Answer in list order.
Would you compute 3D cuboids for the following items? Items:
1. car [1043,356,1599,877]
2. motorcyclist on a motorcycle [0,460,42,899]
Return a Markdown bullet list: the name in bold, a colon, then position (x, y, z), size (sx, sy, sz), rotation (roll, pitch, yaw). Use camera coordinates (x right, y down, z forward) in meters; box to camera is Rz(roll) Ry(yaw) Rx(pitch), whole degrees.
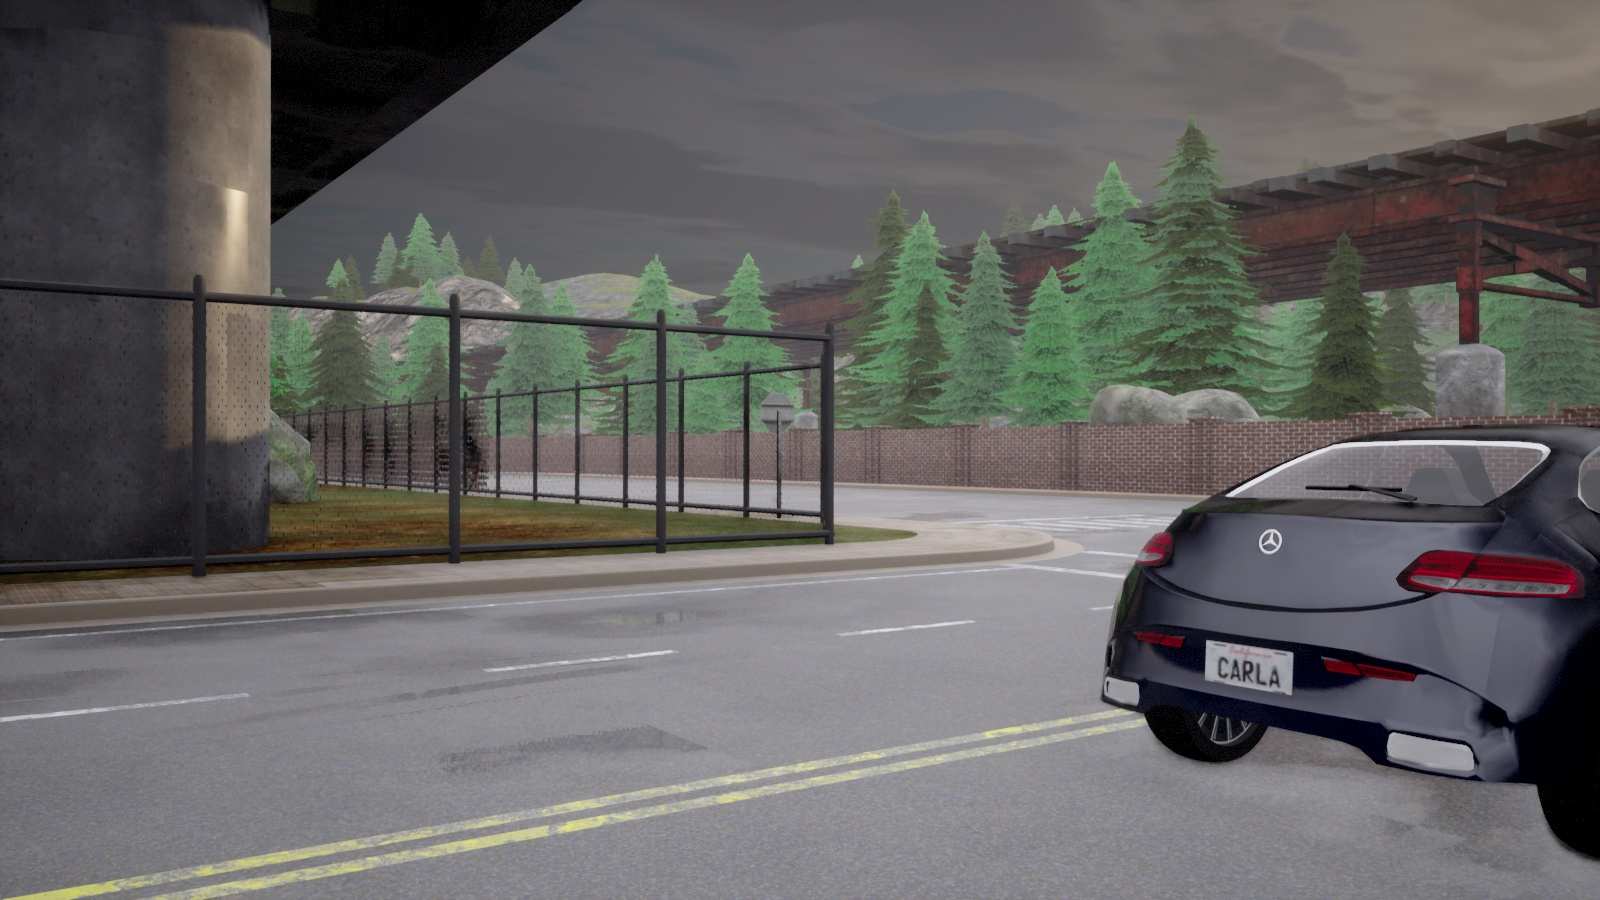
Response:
- **car**: position (3.789, 0.529, 6.296), size (5.027, 1.651, 2.152), rotation (0, 0, -35)
- **motorcyclist on a motorcycle**: position (-2.477, 0.790, 1.934), size (2.191, 1.530, 0.866), rotation (0, 0, -35)
